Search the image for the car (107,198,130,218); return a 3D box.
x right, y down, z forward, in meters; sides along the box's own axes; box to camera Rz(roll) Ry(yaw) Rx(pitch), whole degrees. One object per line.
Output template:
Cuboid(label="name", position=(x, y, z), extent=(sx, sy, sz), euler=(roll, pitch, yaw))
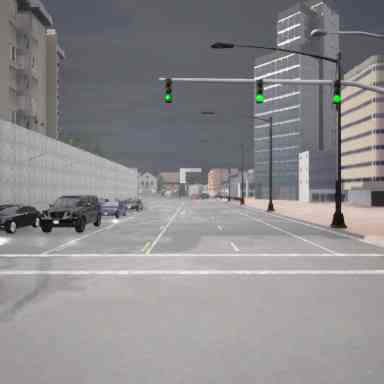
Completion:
Cuboid(label="car", position=(-7.120, 1.524, 29.805), extent=(1.812, 1.442, 4.674), euler=(0, 0, 0))

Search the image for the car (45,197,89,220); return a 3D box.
Cuboid(label="car", position=(-10.621, 1.350, 28.600), extent=(2.097, 1.767, 4.553), euler=(0, 0, 0))

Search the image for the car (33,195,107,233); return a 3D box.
Cuboid(label="car", position=(-7.111, 1.220, 20.165), extent=(2.150, 2.045, 5.566), euler=(0, 0, 0))

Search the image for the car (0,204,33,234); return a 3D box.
Cuboid(label="car", position=(-10.615, 1.504, 19.532), extent=(1.837, 1.490, 4.892), euler=(0, 0, 0))

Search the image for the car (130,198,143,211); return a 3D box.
Cuboid(label="car", position=(-7.120, 1.489, 40.148), extent=(2.128, 1.511, 4.902), euler=(0, 0, 0))

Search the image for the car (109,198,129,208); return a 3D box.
Cuboid(label="car", position=(-10.591, 1.598, 48.478), extent=(1.895, 1.301, 4.718), euler=(0, 0, 0))

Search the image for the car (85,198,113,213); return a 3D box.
Cuboid(label="car", position=(-10.622, 1.503, 38.418), extent=(1.837, 1.490, 4.892), euler=(0, 0, 0))
